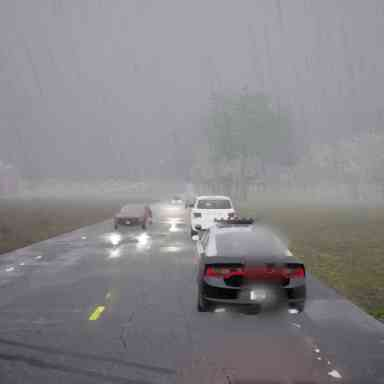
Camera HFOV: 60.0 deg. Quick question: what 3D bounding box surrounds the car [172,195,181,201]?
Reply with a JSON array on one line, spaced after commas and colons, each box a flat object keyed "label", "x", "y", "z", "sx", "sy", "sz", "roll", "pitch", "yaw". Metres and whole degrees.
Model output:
[{"label": "car", "x": -3.599, "y": 1.387, "z": 78.690, "sx": 1.895, "sy": 1.301, "sz": 4.718, "roll": 0, "pitch": 0, "yaw": 0}]

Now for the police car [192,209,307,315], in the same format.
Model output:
[{"label": "police car", "x": 1.041, "y": 1.421, "z": 7.820, "sx": 1.930, "sy": 1.638, "sz": 5.238, "roll": 0, "pitch": 0, "yaw": 0}]

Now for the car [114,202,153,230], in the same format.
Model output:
[{"label": "car", "x": -3.625, "y": 1.463, "z": 21.301, "sx": 1.882, "sy": 1.535, "sz": 5.008, "roll": 0, "pitch": 0, "yaw": 0}]

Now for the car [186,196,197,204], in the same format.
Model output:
[{"label": "car", "x": -0.075, "y": 1.483, "z": 60.439, "sx": 1.895, "sy": 1.301, "sz": 4.718, "roll": 0, "pitch": 0, "yaw": 0}]

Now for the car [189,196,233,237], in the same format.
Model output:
[{"label": "car", "x": 1.029, "y": 1.213, "z": 17.740, "sx": 2.150, "sy": 2.045, "sz": 5.566, "roll": 0, "pitch": 0, "yaw": 0}]

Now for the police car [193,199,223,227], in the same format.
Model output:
[{"label": "police car", "x": 1.021, "y": 1.408, "z": 23.822, "sx": 1.930, "sy": 1.638, "sz": 5.238, "roll": 0, "pitch": 0, "yaw": 0}]

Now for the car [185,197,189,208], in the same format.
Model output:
[{"label": "car", "x": -0.015, "y": 1.481, "z": 45.582, "sx": 2.033, "sy": 1.411, "sz": 5.357, "roll": 0, "pitch": 0, "yaw": 1}]
